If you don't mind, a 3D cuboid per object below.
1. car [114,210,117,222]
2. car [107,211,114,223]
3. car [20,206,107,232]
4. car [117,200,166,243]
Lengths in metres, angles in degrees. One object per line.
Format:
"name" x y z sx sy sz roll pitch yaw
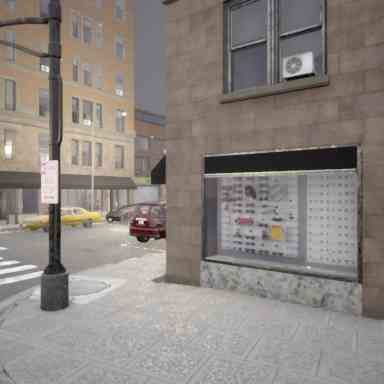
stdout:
"car" -2.649 1.335 22.575 2.097 1.767 4.553 0 0 35
"car" -4.425 1.547 24.850 1.947 1.339 4.313 0 0 35
"car" -7.754 1.518 20.070 1.752 1.417 4.829 0 0 35
"car" -0.676 1.305 15.314 2.192 1.841 5.009 0 0 35
